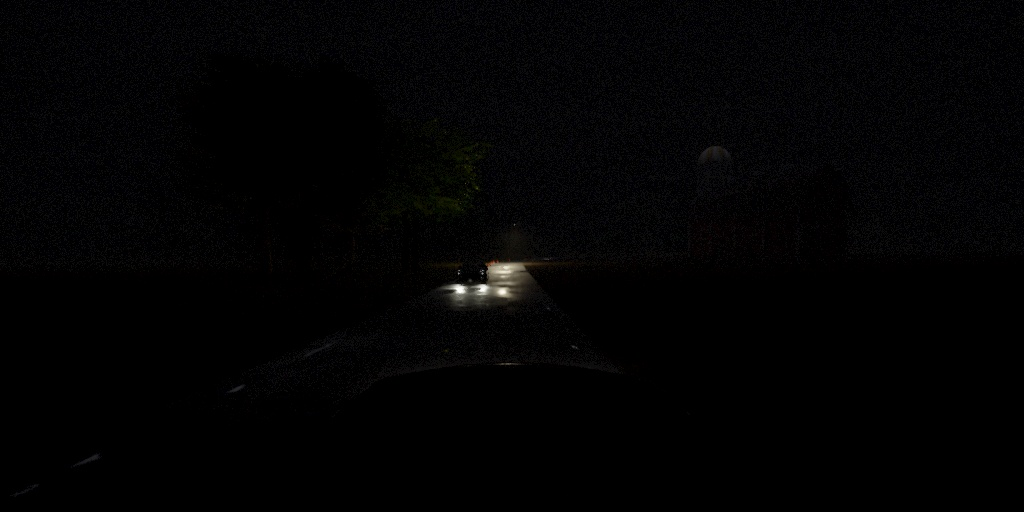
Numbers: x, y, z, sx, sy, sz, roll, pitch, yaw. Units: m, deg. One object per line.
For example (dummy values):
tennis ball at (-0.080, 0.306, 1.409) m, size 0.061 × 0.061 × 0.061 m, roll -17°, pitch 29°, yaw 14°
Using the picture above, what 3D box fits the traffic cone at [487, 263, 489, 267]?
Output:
traffic cone at (-3.824, 1.448, 51.276) m, size 0.340 × 0.580 × 0.340 m, roll 0°, pitch 0°, yaw 0°

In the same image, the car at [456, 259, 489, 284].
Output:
car at (-2.835, 1.073, 26.619) m, size 2.097 × 1.767 × 4.553 m, roll 0°, pitch 0°, yaw 0°
